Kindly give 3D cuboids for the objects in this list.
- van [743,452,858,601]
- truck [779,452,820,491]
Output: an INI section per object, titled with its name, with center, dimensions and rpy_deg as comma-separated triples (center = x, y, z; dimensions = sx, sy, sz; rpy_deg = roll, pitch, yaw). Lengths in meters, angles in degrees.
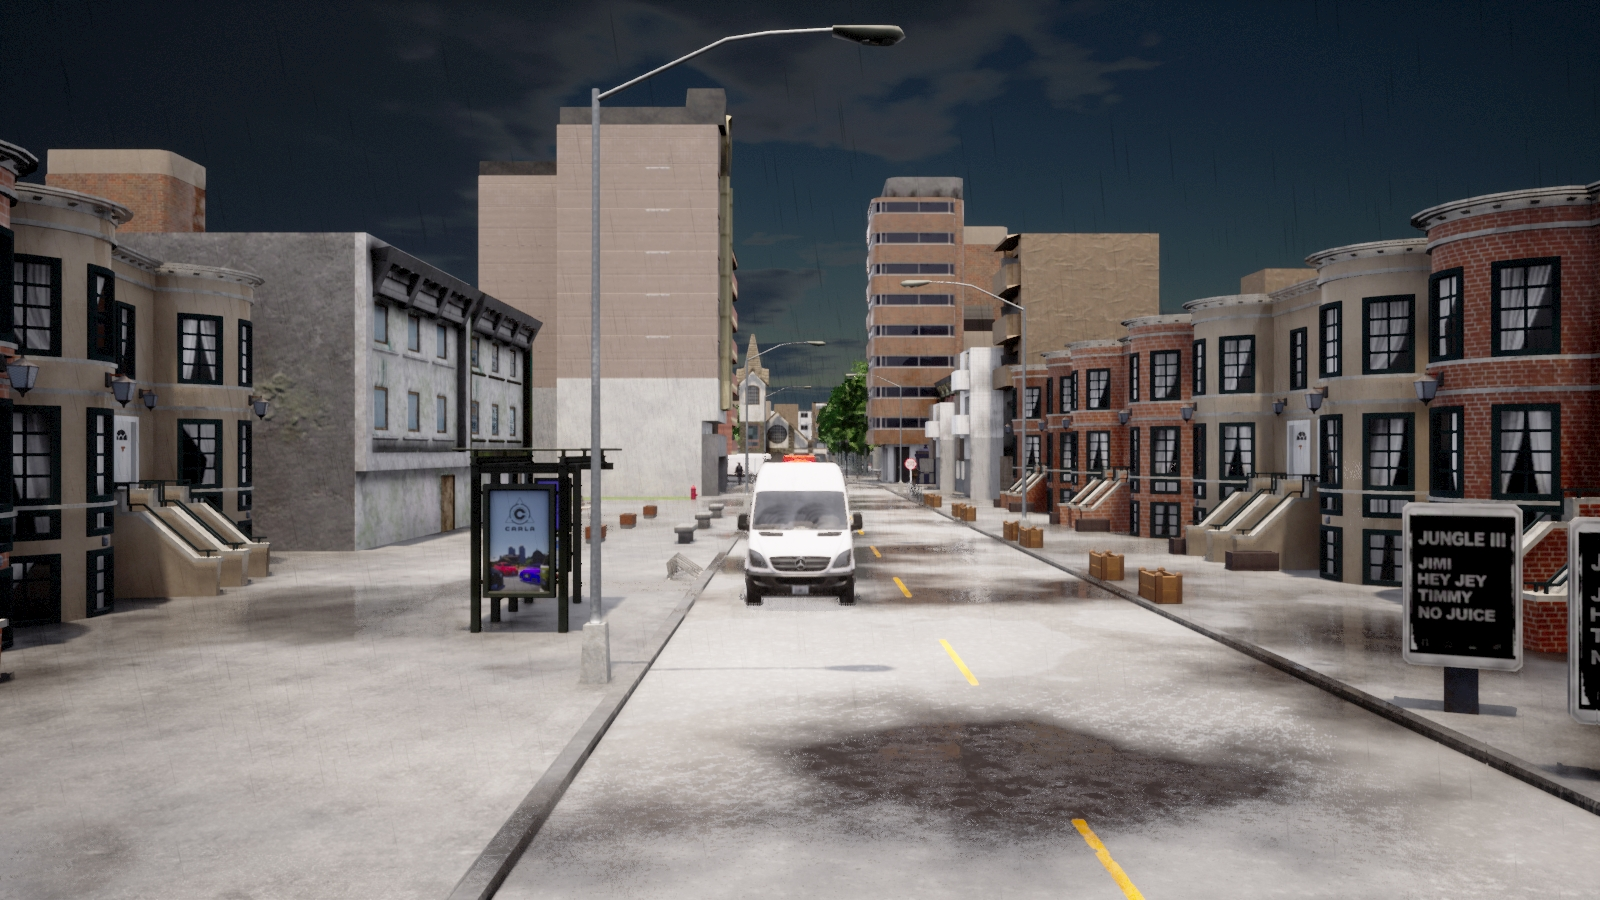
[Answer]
[van]
center = 0.008, 1.324, 22.608
dimensions = 1.988, 2.561, 5.915
rpy_deg = 0, 0, 0
[truck]
center = -0.057, 1.377, 76.087
dimensions = 2.627, 2.467, 5.204
rpy_deg = 0, 0, 0
